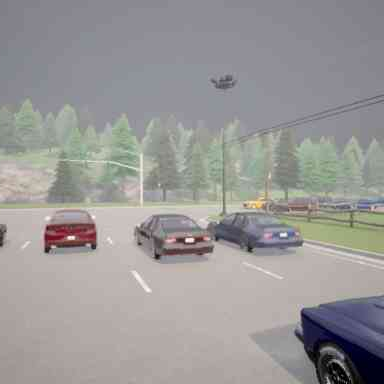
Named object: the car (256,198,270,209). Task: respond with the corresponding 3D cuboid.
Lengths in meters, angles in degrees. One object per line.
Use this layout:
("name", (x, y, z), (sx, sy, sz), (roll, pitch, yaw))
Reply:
("car", (10.760, 1.526, 40.892), (4.674, 1.442, 1.812), (0, 0, -18))

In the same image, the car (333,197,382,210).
("car", (20.103, 1.478, 40.464), (5.008, 1.535, 1.882), (0, 0, -19))

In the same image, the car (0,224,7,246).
("car", (-8.118, 1.601, 12.112), (1.895, 1.301, 4.718), (0, 0, -20))

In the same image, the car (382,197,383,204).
("car", (28.390, 1.478, 50.717), (5.008, 1.535, 1.882), (0, 0, -19))

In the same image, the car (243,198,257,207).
("car", (9.163, 1.478, 44.060), (5.008, 1.535, 1.882), (0, 0, -20))

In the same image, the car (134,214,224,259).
("car", (-0.908, 1.548, 12.709), (2.033, 1.411, 5.357), (0, 0, -19))

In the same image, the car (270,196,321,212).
("car", (11.666, 1.352, 37.519), (4.553, 1.767, 2.097), (0, 0, -20))

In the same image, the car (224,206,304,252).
("car", (2.361, 1.548, 13.970), (2.033, 1.411, 5.357), (0, 0, -19))

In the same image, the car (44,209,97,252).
("car", (-5.152, 1.478, 14.147), (1.882, 1.535, 5.008), (0, 0, -20))

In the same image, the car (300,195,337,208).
("car", (17.866, 1.352, 47.095), (4.553, 1.767, 2.097), (0, 0, -19))

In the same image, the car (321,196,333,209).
("car", (19.500, 1.492, 43.958), (4.902, 1.511, 2.128), (0, 0, -19))

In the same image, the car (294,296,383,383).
("car", (2.850, 1.601, 2.312), (1.895, 1.301, 4.718), (0, 0, -20))
